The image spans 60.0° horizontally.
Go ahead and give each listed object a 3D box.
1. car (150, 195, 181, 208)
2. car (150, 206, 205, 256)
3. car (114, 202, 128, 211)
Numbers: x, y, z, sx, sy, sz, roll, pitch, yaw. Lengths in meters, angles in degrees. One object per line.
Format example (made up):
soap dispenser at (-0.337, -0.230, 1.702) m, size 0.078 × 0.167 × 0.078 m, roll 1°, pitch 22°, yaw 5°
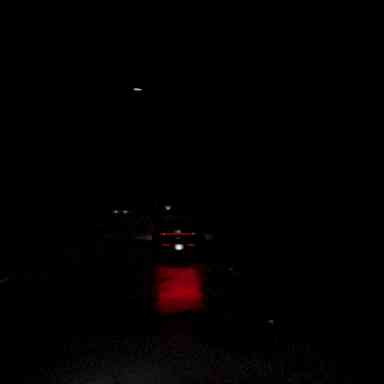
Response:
car at (-2.126, 1.284, 26.936) m, size 2.150 × 2.045 × 5.566 m, roll 0°, pitch 0°, yaw -9°
car at (-0.586, 1.517, 13.174) m, size 1.837 × 1.490 × 4.892 m, roll 0°, pitch 0°, yaw -4°
car at (-12.067, 2.436, 56.211) m, size 1.837 × 1.490 × 4.892 m, roll 1°, pitch -3°, yaw -17°
